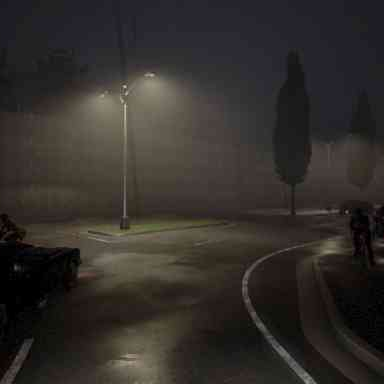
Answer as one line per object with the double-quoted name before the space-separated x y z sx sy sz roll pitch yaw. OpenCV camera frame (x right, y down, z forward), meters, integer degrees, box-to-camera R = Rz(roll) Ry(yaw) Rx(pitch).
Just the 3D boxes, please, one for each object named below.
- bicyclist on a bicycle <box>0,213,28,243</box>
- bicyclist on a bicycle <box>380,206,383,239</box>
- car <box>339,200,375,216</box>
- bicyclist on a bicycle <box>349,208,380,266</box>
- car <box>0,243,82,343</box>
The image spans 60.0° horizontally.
"bicyclist on a bicycle" -5.406 1.455 9.886 1.656 1.620 0.582 -2 0 7
"bicyclist on a bicycle" 8.689 1.455 15.265 1.656 1.620 0.582 3 -2 -38
"car" 15.618 1.505 31.369 4.892 1.490 1.837 0 0 -43
"bicyclist on a bicycle" 4.968 1.302 9.845 0.582 1.620 1.656 0 0 18
"car" -3.688 1.601 6.205 1.895 1.301 4.718 0 0 1
